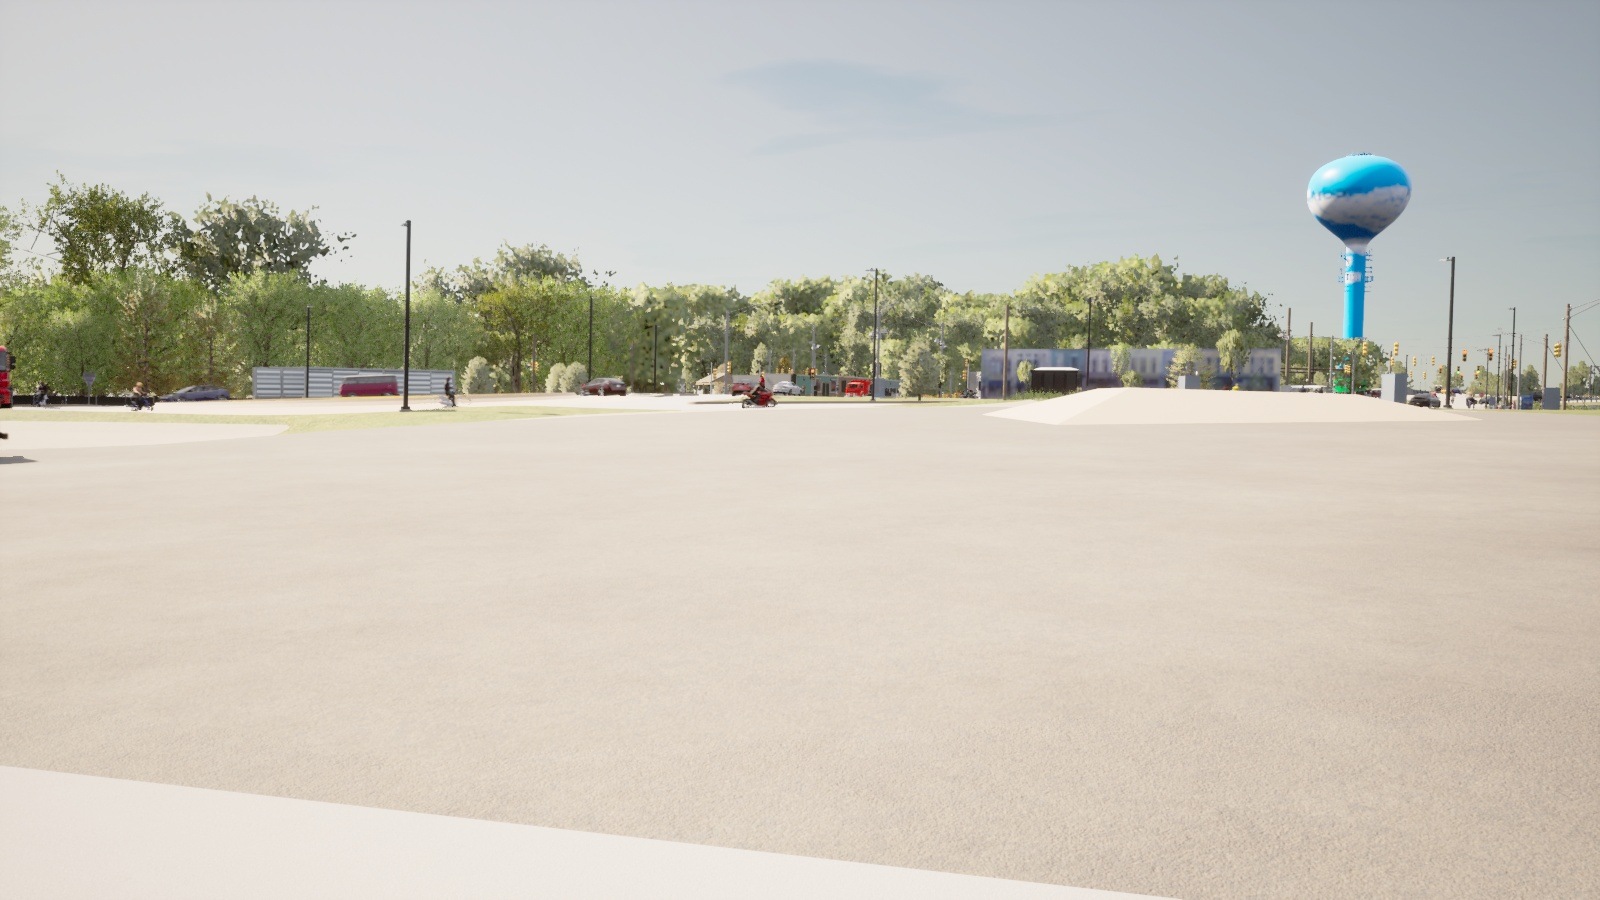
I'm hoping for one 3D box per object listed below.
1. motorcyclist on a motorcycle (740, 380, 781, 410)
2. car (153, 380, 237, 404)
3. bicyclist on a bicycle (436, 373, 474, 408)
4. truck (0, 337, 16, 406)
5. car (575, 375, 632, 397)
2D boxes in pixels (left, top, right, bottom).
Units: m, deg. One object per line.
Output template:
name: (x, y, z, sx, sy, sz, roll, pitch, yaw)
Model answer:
motorcyclist on a motorcycle: (-2.159, -2.992, 68.348, 2.044, 1.523, 0.797, -2, 7, -22)
car: (-42.408, -4.098, 88.104, 2.163, 1.488, 4.792, -3, 1, 35)
bicyclist on a bicycle: (-18.398, -3.193, 66.938, 1.843, 1.776, 0.659, -2, 6, -12)
truck: (-43.535, -4.172, 66.784, 2.891, 3.462, 7.936, 0, 2, -31)
car: (-15.145, -4.886, 96.589, 2.163, 1.488, 4.792, 0, 1, -40)
